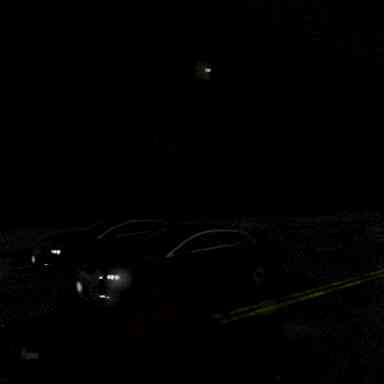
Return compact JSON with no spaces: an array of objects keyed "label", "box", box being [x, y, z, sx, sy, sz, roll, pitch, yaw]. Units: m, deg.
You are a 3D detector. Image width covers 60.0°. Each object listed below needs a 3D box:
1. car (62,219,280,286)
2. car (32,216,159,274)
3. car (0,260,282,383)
[{"label":"car","box":[-0.091,1.508,7.608,4.902,1.511,2.128,0,0,-35]},{"label":"car","box":[-2.142,1.507,10.137,4.902,1.511,2.128,0,0,-35]},{"label":"car","box":[-1.519,1.601,2.356,4.718,1.301,1.895,0,0,-35]}]
